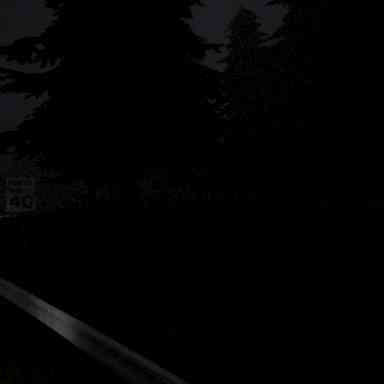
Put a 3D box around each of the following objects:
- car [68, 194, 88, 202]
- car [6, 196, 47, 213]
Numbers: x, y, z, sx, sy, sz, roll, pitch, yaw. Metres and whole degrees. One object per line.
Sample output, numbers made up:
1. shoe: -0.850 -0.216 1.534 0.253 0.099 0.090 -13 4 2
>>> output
1. car: -12.918 1.011 39.717 2.033 1.411 5.357 -5 1 7
2. car: -16.953 1.264 34.154 2.097 1.767 4.553 -4 1 6
